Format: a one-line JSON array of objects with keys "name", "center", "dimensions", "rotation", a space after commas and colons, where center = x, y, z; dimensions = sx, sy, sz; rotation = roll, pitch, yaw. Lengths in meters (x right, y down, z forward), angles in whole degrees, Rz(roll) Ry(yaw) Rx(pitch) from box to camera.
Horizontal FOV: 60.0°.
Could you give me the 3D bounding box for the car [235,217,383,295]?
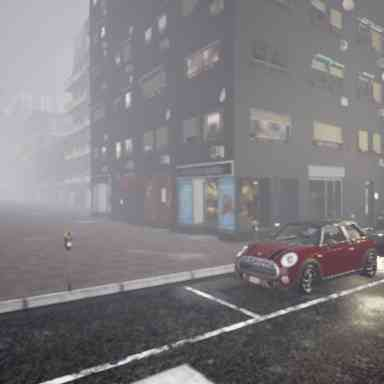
[{"name": "car", "center": [3.048, 1.495, 8.748], "dimensions": [4.097, 1.590, 1.967], "rotation": [1, -1, -35]}]
